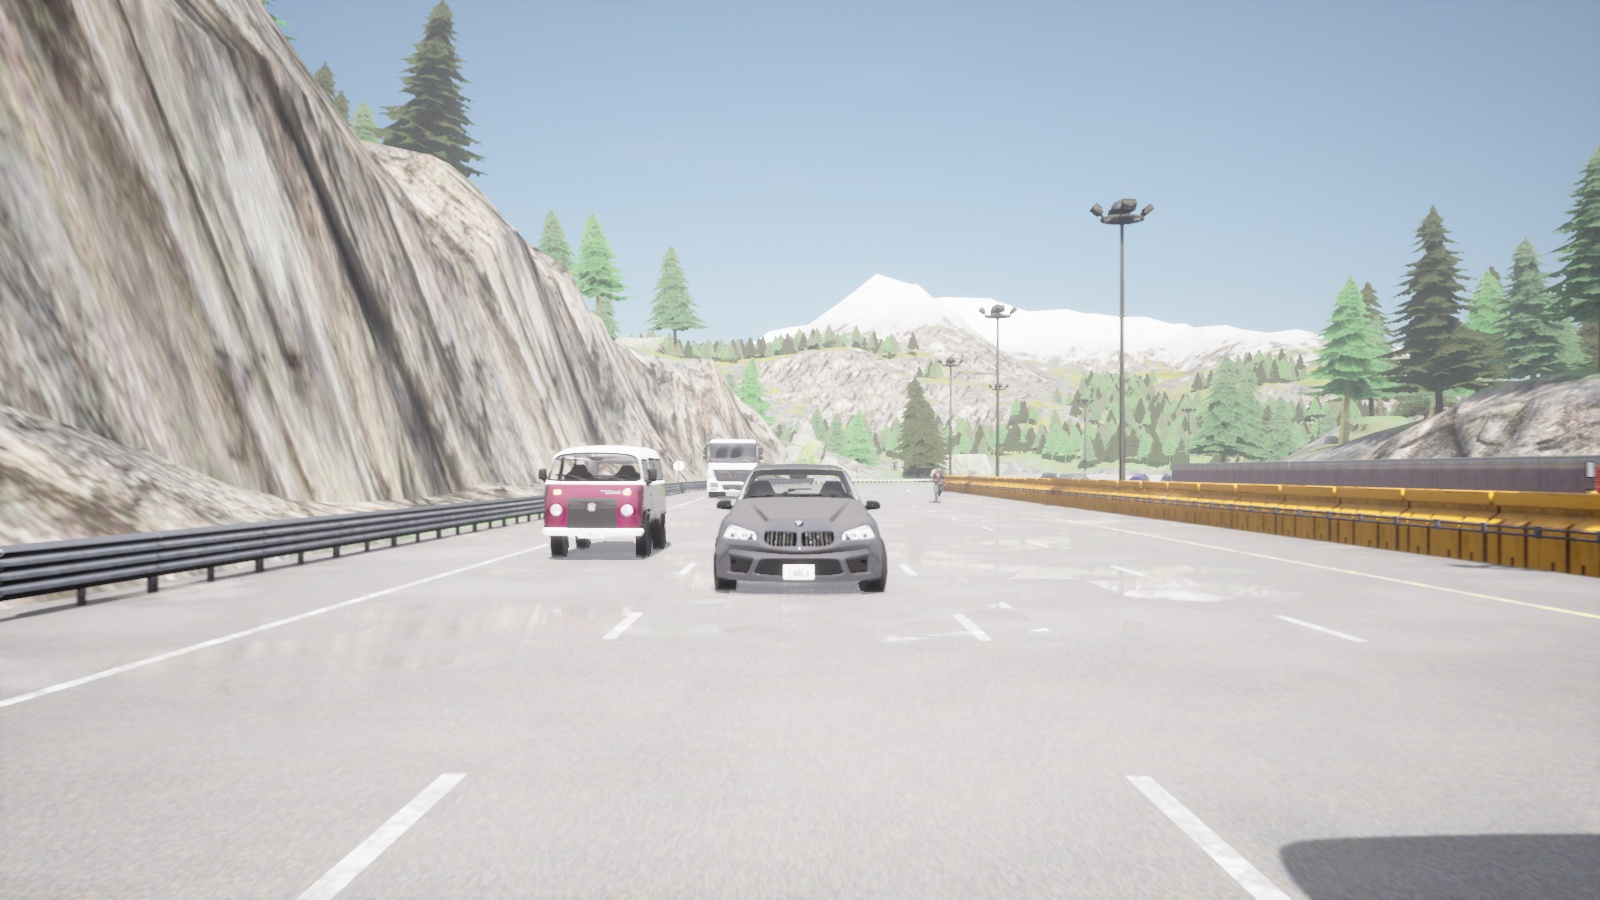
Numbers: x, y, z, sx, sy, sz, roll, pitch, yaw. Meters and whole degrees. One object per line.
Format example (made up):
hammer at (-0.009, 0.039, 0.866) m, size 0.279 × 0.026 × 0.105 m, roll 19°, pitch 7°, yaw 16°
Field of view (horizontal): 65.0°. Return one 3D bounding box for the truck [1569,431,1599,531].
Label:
truck at (20.949, 0.742, 29.437) m, size 2.627 × 2.467 × 5.204 m, roll 0°, pitch -1°, yaw 0°

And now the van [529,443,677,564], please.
van at (-3.536, 0.946, 23.426) m, size 2.069 × 2.038 × 4.480 m, roll 0°, pitch -1°, yaw 0°

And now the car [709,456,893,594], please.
car at (-0.012, 0.954, 17.701) m, size 2.242 × 1.667 × 4.611 m, roll 0°, pitch -1°, yaw -1°

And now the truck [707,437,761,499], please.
truck at (-3.806, 1.086, 73.988) m, size 2.891 × 3.462 × 7.936 m, roll 0°, pitch -1°, yaw -1°
